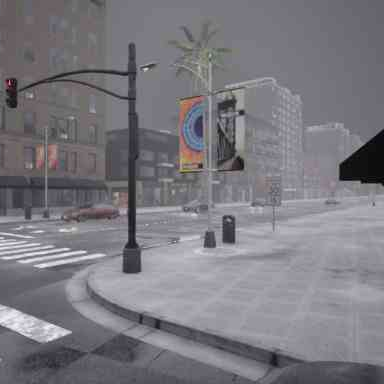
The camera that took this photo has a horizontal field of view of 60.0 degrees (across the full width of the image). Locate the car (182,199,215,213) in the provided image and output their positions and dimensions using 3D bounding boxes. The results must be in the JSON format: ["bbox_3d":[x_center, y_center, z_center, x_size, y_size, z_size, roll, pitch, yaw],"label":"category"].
[{"bbox_3d":[0.820,1.550,37.478,1.837,1.490,4.892,0,0,35],"label":"car"}]

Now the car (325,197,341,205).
[{"bbox_3d":[26.315,1.711,62.095,1.994,1.385,4.181,0,0,35],"label":"car"}]

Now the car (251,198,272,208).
[{"bbox_3d":[11.018,1.636,51.823,2.033,1.411,5.357,0,0,35],"label":"car"}]

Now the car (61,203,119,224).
[{"bbox_3d":[-7.655,1.545,25.446,1.812,1.442,4.674,0,0,35],"label":"car"}]

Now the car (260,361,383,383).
[{"bbox_3d":[2.171,1.551,1.302,4.403,1.369,2.008,0,0,35],"label":"car"}]
